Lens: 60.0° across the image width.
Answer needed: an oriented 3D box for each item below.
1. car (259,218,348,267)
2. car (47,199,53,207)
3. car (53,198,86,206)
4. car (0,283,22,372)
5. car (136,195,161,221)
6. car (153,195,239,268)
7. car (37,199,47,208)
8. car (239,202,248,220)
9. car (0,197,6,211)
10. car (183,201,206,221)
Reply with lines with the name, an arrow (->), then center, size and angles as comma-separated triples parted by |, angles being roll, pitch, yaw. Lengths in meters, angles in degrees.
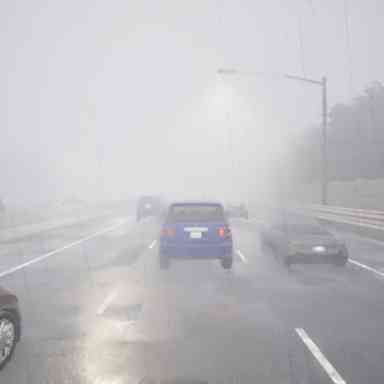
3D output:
car -> 3.620, 1.595, 11.483 | 1.994, 1.385, 4.181 | 0, 0, 0
car -> -17.333, 1.643, 44.948 | 1.812, 1.442, 4.674 | 0, 0, 1
car -> -13.912, 1.451, 38.688 | 2.097, 1.767, 4.553 | 0, 0, 1
car -> -3.408, 1.360, 2.775 | 2.097, 1.767, 4.553 | 0, 0, 0
car -> -3.304, 1.295, 28.154 | 2.150, 2.045, 5.566 | 0, 0, 0
car -> 0.117, 1.252, 11.561 | 2.150, 2.045, 5.566 | 0, 0, 0
car -> -20.752, 1.676, 49.036 | 2.033, 1.411, 5.357 | 0, 0, 1
car -> 3.702, 1.568, 29.017 | 2.128, 1.511, 4.902 | 0, 0, 0
car -> -14.043, 1.274, 21.006 | 2.150, 2.045, 5.566 | 0, 0, 0
car -> 0.202, 1.581, 29.107 | 1.837, 1.490, 4.892 | 0, 0, 0
